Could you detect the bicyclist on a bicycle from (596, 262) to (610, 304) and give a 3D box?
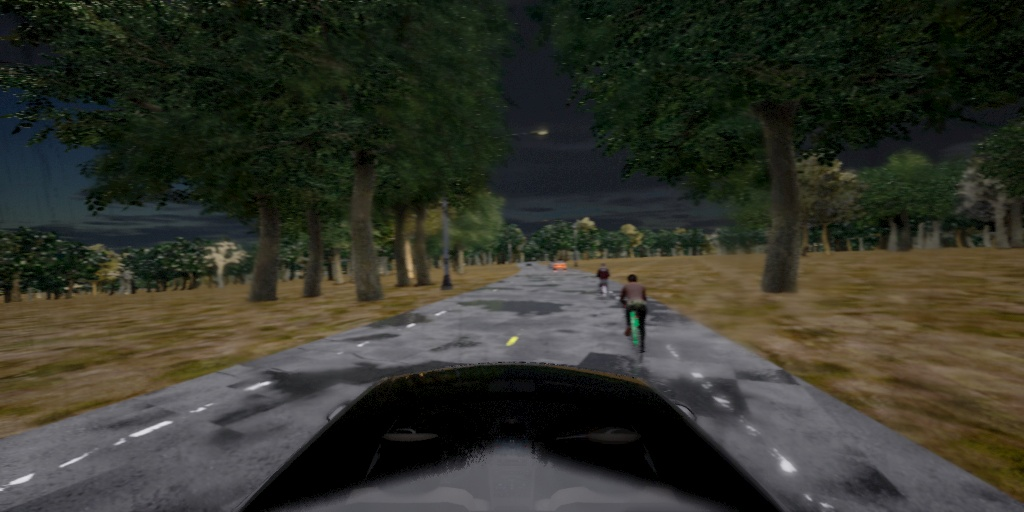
[{"bbox_3d":[3.962,1.149,15.565,0.659,1.776,1.843,-1,0,10],"label":"bicyclist on a bicycle"}]

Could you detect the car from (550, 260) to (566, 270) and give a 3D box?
[{"bbox_3d":[8.268,1.588,63.102,2.097,1.767,4.553,-1,-1,3],"label":"car"}]

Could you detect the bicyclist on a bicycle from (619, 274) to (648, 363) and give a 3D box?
[{"bbox_3d":[2.441,1.190,7.152,0.582,1.620,1.656,-1,-1,11],"label":"bicyclist on a bicycle"}]
